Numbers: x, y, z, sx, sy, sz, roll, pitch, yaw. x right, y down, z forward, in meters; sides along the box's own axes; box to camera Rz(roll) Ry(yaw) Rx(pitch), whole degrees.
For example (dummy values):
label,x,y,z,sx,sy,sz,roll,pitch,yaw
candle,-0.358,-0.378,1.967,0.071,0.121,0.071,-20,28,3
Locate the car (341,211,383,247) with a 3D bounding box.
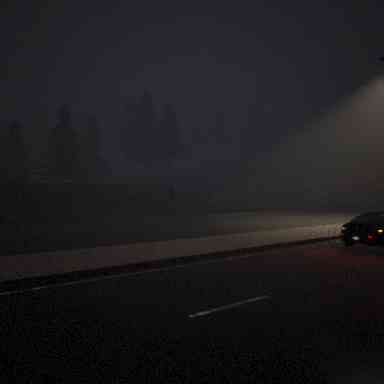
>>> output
label,x,y,z,sx,sy,sz,roll,pitch,yaw
car,7.988,1.525,13.743,4.674,1.442,1.812,0,0,-35
